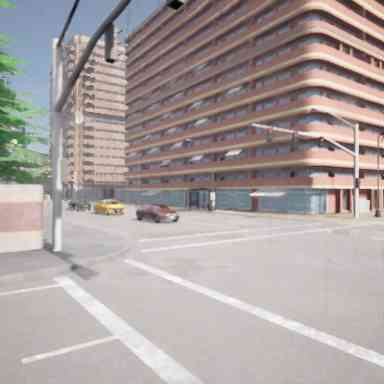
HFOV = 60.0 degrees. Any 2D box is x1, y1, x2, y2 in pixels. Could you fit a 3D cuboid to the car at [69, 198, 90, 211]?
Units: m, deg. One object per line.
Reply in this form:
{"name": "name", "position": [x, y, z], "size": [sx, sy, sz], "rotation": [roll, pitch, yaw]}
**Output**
{"name": "car", "position": [-14.387, 1.588, 42.717], "size": [1.837, 1.490, 4.892], "rotation": [0, 0, -35]}

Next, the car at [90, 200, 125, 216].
{"name": "car", "position": [-8.599, 1.560, 34.455], "size": [1.882, 1.535, 5.008], "rotation": [0, 0, -35]}

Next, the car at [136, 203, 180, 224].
{"name": "car", "position": [-2.811, 1.608, 26.244], "size": [1.812, 1.442, 4.674], "rotation": [0, 0, -36]}
